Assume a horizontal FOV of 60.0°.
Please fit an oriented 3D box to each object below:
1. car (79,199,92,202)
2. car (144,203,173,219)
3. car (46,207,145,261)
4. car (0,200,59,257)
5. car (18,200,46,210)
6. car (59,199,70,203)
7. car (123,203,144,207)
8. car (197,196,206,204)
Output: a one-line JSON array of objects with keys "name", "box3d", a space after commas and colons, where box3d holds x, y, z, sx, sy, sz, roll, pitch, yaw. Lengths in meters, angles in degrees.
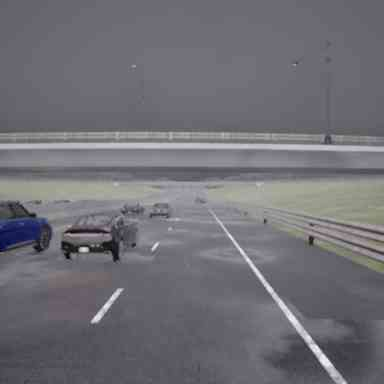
[{"name": "car", "box3d": [-16.645, 1.899, 51.810, 2.128, 1.511, 4.902, 0, -1, 2]}, {"name": "car", "box3d": [-2.876, 1.709, 31.408, 2.033, 1.411, 5.357, 0, -1, 1]}, {"name": "car", "box3d": [-3.226, 1.540, 12.473, 2.128, 1.511, 4.902, 0, 0, 1]}, {"name": "car", "box3d": [-6.754, 1.260, 11.077, 2.150, 2.045, 5.566, 0, 0, 1]}, {"name": "car", "box3d": [-23.698, 1.923, 49.409, 1.994, 1.385, 4.181, 0, -1, 2]}, {"name": "car", "box3d": [-20.150, 1.900, 51.421, 1.837, 1.490, 4.892, 0, -1, 2]}, {"name": "car", "box3d": [-6.289, 1.802, 35.933, 1.895, 1.301, 4.718, 0, -1, 1]}, {"name": "car", "box3d": [2.891, 2.662, 91.260, 1.837, 1.490, 4.892, 0, -1, 1]}]
